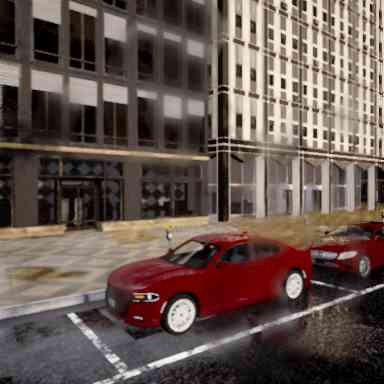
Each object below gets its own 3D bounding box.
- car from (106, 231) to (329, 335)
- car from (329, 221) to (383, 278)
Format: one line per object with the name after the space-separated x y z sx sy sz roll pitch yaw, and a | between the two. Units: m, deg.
0.542 1.529 6.672 4.507 1.381 1.887 0 0 -36 | car
5.046 1.543 9.915 4.206 1.307 1.802 0 0 -36 | car
